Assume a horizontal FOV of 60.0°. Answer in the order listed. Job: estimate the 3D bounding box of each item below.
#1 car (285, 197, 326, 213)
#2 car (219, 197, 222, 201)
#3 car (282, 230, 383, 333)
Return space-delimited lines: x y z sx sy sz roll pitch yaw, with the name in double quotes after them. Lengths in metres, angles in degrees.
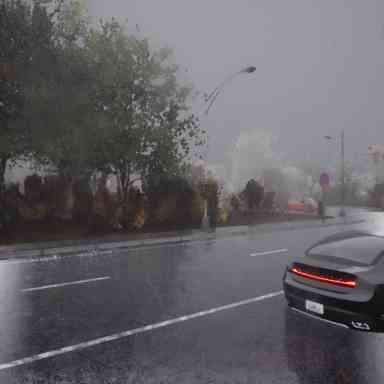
12.510 1.351 36.826 2.097 1.767 4.553 0 0 -32 "car"
4.499 1.352 69.509 1.994 1.385 4.181 0 1 -33 "car"
3.839 1.504 6.476 4.892 1.490 1.837 0 0 -35 "car"
